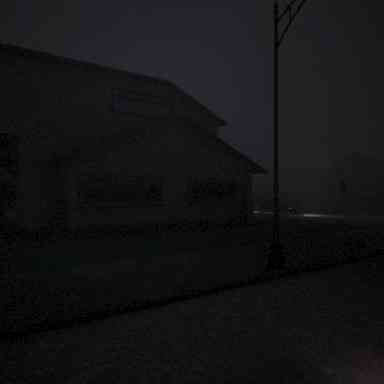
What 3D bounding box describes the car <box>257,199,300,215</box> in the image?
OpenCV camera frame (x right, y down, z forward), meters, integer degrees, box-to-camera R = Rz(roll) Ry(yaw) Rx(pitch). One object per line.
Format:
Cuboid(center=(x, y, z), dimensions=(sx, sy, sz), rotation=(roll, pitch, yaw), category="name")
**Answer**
Cuboid(center=(8.901, 1.506, 34.554), dimensions=(1.837, 1.490, 4.892), rotation=(0, 0, -35), category="car")
